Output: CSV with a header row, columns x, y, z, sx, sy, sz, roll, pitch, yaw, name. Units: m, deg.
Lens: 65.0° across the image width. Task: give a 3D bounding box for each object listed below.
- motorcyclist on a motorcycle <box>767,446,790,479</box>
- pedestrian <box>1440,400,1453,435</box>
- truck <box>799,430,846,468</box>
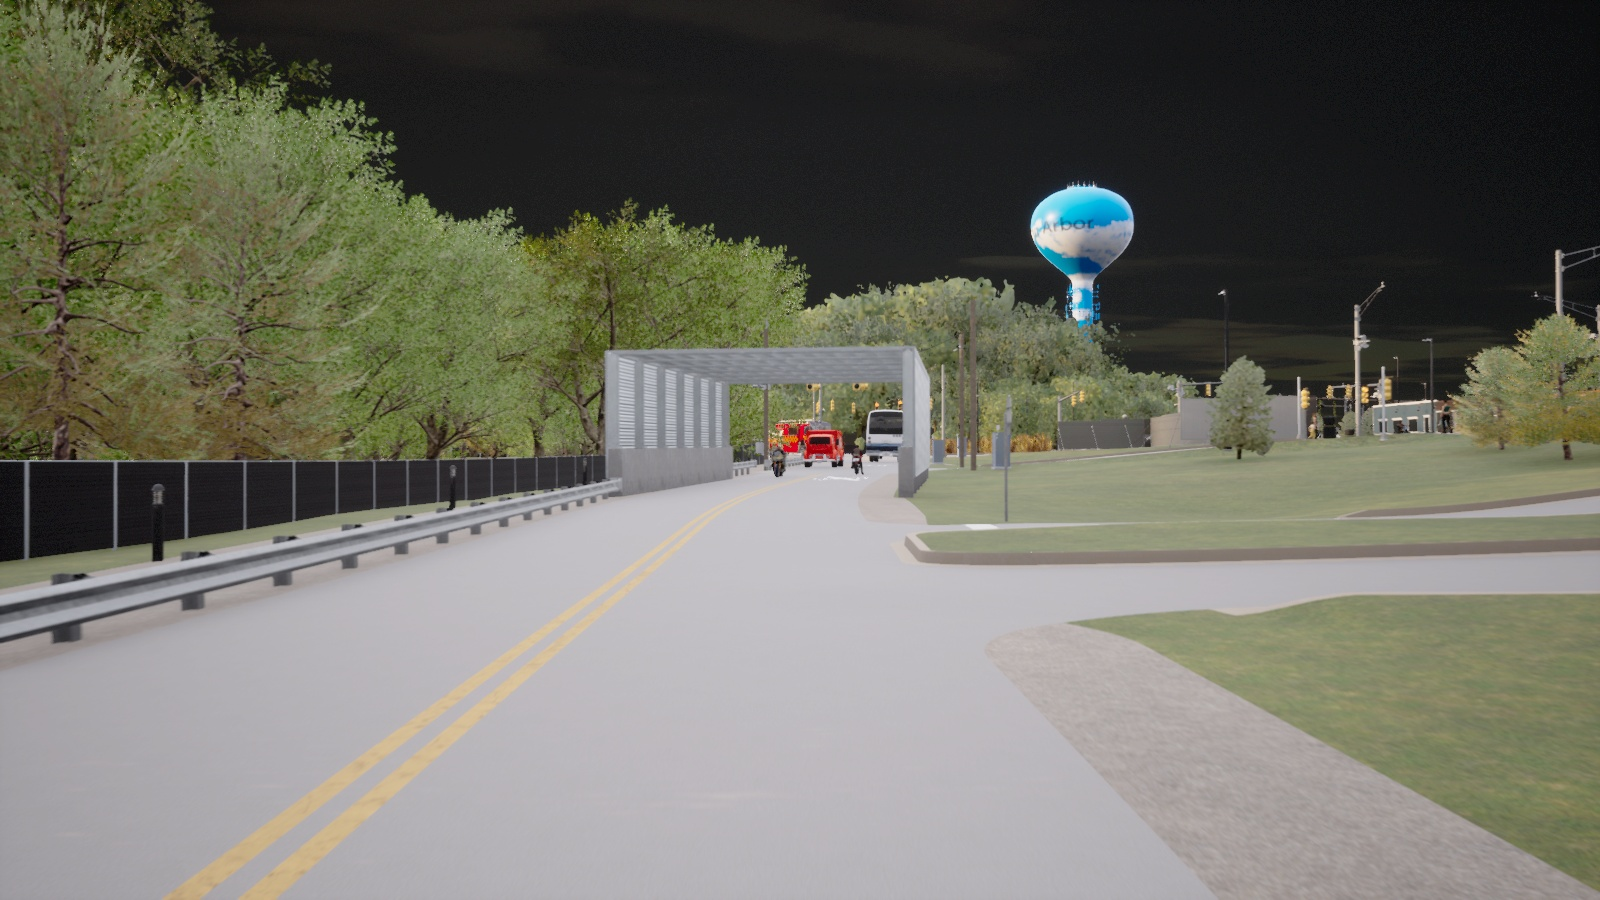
x,y,z,sx,sy,sz,roll,pitch,yaw,name
-1.018,0.586,59.606,0.866,1.530,2.191,0,0,5,motorcyclist on a motorcycle
34.391,-1.740,66.793,0.345,1.836,0.594,0,-1,-1,pedestrian
1.536,-0.087,83.434,2.627,2.467,5.204,0,0,7,truck
